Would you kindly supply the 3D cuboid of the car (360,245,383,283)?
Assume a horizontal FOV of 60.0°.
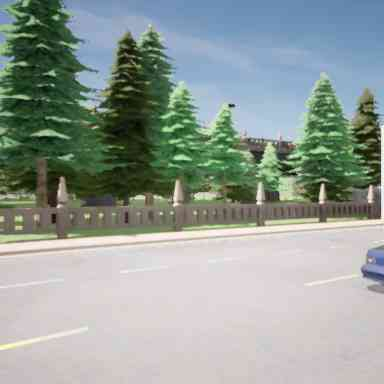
[{"bbox_3d":[6.540,1.600,8.284,5.357,1.411,2.033,0,0,-30],"label":"car"}]
